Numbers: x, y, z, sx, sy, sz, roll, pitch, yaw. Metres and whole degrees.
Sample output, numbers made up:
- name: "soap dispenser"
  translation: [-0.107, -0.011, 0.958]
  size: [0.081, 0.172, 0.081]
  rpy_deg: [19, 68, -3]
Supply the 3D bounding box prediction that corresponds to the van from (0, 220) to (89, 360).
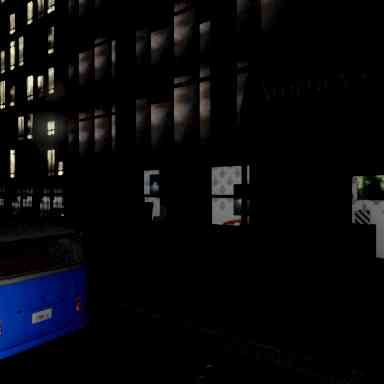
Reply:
- name: "van"
  translation: [-3.417, 1.342, 5.318]
  size: [3.998, 1.788, 1.690]
  rpy_deg: [0, 0, 36]
